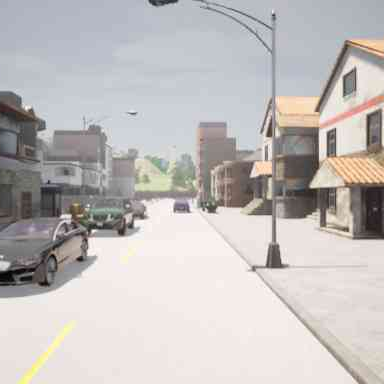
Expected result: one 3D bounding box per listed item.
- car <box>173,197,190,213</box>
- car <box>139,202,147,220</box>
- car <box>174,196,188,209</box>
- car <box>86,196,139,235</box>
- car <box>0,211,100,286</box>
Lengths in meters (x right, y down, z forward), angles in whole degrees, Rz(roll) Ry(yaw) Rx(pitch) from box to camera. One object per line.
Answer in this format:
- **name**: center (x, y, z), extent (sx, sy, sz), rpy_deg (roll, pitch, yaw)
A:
- **car**: center (-1.230, 1.620, 39.162), extent (1.882, 1.535, 5.008), rpy_deg (0, 0, -2)
- **car**: center (-5.051, 1.634, 29.766), extent (1.812, 1.442, 4.674), rpy_deg (0, 0, -2)
- **car**: center (-1.621, 1.532, 49.599), extent (2.097, 1.767, 4.553), rpy_deg (0, 0, -1)
- **car**: center (-4.720, 1.293, 19.432), extent (2.150, 2.045, 5.566), rpy_deg (0, 0, -2)
- **car**: center (-4.382, 1.527, 9.546), extent (2.128, 1.511, 4.902), rpy_deg (0, 0, -2)
